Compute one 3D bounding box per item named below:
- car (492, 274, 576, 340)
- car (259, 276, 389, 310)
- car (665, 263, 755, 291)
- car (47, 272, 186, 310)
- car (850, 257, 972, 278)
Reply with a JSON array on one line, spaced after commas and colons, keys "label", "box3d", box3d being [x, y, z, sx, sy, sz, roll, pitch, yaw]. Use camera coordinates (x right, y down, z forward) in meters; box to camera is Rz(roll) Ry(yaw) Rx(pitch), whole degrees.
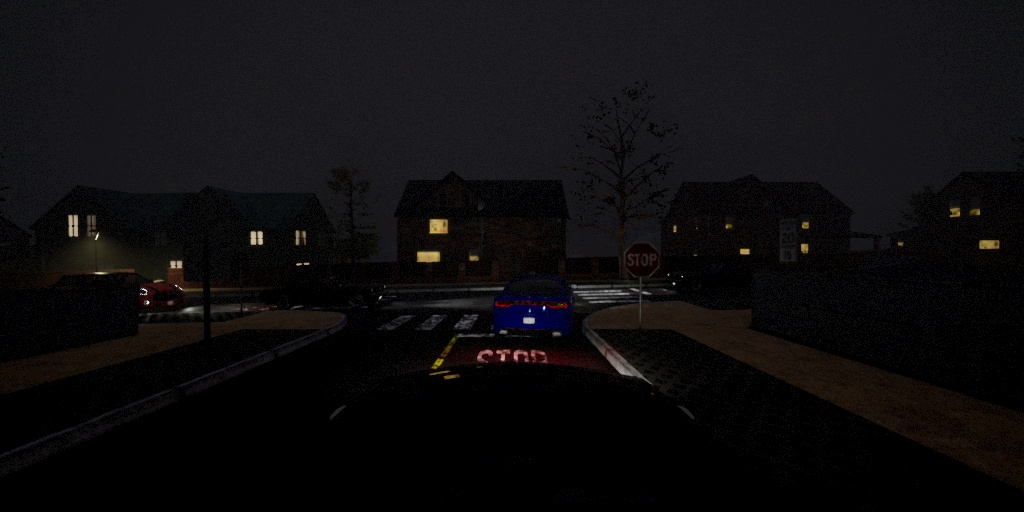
[{"label": "car", "box3d": [0.782, 1.226, 10.075, 1.882, 1.535, 5.008, 0, 0, 10]}, {"label": "car", "box3d": [-7.819, 1.506, 15.278, 4.718, 1.301, 1.895, -1, 1, 0]}, {"label": "car", "box3d": [10.401, 1.034, 18.216, 4.718, 1.301, 1.895, -1, 1, -1]}, {"label": "car", "box3d": [-16.806, 1.471, 15.265, 4.553, 1.767, 2.097, -1, 1, 0]}, {"label": "car", "box3d": [20.047, 0.753, 18.257, 5.357, 1.411, 2.033, -1, 1, 0]}]
